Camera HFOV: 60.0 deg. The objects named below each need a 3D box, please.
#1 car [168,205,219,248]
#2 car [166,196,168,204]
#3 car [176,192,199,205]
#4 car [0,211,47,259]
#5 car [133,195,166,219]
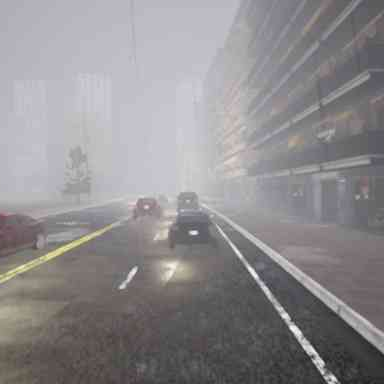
[{"bbox_3d":[0.046,1.458,14.290,1.994,1.385,4.181,0,1,0],"label":"car"},{"bbox_3d":[-4.813,1.159,54.091,1.812,1.442,4.674,0,0,-4],"label":"car"},{"bbox_3d":[-0.478,0.969,34.623,2.150,2.045,5.566,0,1,-2],"label":"car"},{"bbox_3d":[-6.617,1.433,11.029,1.882,1.535,5.008,0,0,0],"label":"car"},{"bbox_3d":[-3.452,1.173,26.844,2.097,1.767,4.553,0,1,-2],"label":"car"}]
